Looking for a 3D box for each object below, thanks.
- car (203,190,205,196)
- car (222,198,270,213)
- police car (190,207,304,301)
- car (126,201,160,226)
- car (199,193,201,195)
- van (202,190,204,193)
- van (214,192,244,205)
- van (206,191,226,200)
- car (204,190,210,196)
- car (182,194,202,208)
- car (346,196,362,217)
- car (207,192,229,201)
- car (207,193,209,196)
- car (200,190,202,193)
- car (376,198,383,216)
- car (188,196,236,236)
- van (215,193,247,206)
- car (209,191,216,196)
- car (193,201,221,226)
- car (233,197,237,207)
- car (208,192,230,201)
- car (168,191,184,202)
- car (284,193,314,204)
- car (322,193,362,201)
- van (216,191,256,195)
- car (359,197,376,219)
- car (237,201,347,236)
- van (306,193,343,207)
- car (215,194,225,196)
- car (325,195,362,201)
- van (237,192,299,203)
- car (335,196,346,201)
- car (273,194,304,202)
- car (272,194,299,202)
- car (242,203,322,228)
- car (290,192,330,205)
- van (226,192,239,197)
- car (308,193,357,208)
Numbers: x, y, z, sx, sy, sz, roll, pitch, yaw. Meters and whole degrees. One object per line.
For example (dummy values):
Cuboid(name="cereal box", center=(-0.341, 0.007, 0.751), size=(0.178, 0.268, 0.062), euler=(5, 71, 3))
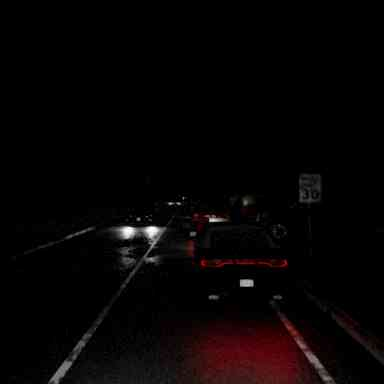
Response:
Cuboid(name="car", center=(5.627, 0.898, 66.569), size=(5.566, 2.045, 2.435), euler=(0, 1, 0))
Cuboid(name="car", center=(5.732, 1.447, 35.729), size=(4.792, 1.488, 2.163), euler=(0, 0, 0))
Cuboid(name="police car", center=(0.974, 1.415, 8.504), size=(1.930, 1.638, 5.238), euler=(0, 0, 0))
Cuboid(name="car", center=(-3.353, 1.459, 23.331), size=(1.837, 1.490, 4.892), euler=(0, 0, 0))
Cuboid(name="car", center=(-0.010, 1.239, 58.234), size=(2.128, 1.511, 4.902), euler=(0, 1, 0))
Cuboid(name="van", center=(5.504, 0.710, 88.994), size=(4.442, 1.987, 1.878), euler=(0, 1, 0))
Cuboid(name="van", center=(5.794, 1.056, 52.553), size=(4.442, 1.987, 1.878), euler=(0, 1, 0))
Cuboid(name="van", center=(5.522, 0.817, 77.781), size=(4.442, 1.987, 1.878), euler=(0, 1, 0))
Cuboid(name="car", center=(5.631, 0.924, 63.765), size=(5.566, 2.045, 2.435), euler=(0, 1, 0))
Cuboid(name="car", center=(0.008, 1.393, 45.088), size=(2.033, 1.411, 5.357), euler=(0, 0, 1))
Cuboid(name="car", center=(18.970, 1.423, 33.650), size=(5.366, 1.575, 1.946), euler=(0, 0, 0))
Cuboid(name="car", center=(5.615, 0.970, 72.176), size=(4.553, 1.767, 2.185), euler=(0, 1, 0))
Cuboid(name="car", center=(5.661, 1.242, 60.965), size=(4.674, 1.452, 2.002), euler=(0, 1, 0))
Cuboid(name="car", center=(5.798, 0.880, 94.603), size=(5.366, 1.575, 1.946), euler=(0, 1, 0))
Cuboid(name="car", center=(18.788, 1.444, 28.095), size=(4.892, 1.521, 2.231), euler=(0, 0, 0))
Cuboid(name="car", center=(0.972, 1.321, 18.376), size=(2.097, 1.767, 4.553), euler=(0, 0, 0))
Cuboid(name="van", center=(5.798, 1.083, 49.750), size=(4.442, 1.987, 1.878), euler=(0, 1, 0))
Cuboid(name="car", center=(5.657, 1.084, 46.946), size=(5.566, 2.045, 2.435), euler=(0, 1, 0))
Cuboid(name="car", center=(0.971, 1.457, 24.415), size=(1.837, 1.490, 4.892), euler=(0, 0, 0))
Cuboid(name="car", center=(5.710, 1.443, 27.317), size=(5.008, 1.535, 2.097), euler=(0, 0, 0))
Cuboid(name="car", center=(5.620, 0.997, 69.373), size=(4.553, 1.767, 2.185), euler=(0, 1, 0))
Cuboid(name="car", center=(-3.302, 0.913, 64.407), size=(2.150, 2.045, 5.566), euler=(0, 1, 1))
Cuboid(name="car", center=(18.778, 1.100, 58.635), size=(4.553, 1.767, 2.185), euler=(0, 1, 0))
Cuboid(name="car", center=(18.744, 1.127, 41.978), size=(5.566, 2.045, 2.435), euler=(0, 0, 0))
Cuboid(name="van", center=(5.807, 1.136, 44.145), size=(4.442, 1.987, 1.878), euler=(0, 0, 0))
Cuboid(name="car", center=(18.785, 1.435, 30.873), size=(5.008, 1.535, 2.097), euler=(0, 0, 0))
Cuboid(name="car", center=(5.543, 1.454, 18.907), size=(5.366, 1.575, 1.946), euler=(0, 0, 0))
Cuboid(name="van", center=(18.881, 1.105, 47.531), size=(4.442, 1.987, 1.878), euler=(0, 1, 0))
Cuboid(name="car", center=(5.700, 1.383, 41.340), size=(4.892, 1.521, 2.231), euler=(0, 0, 0))
Cuboid(name="car", center=(18.806, 1.427, 39.205), size=(4.792, 1.488, 2.163), euler=(0, 0, 0))
Cuboid(name="van", center=(5.837, 1.222, 24.513), size=(4.442, 1.987, 1.878), euler=(0, 0, 0))
Cuboid(name="car", center=(18.752, 1.446, 36.422), size=(4.792, 1.488, 2.163), euler=(0, 0, 0))
Cuboid(name="car", center=(18.554, 1.170, 64.186), size=(5.366, 1.575, 1.946), euler=(0, 1, 0))
Cuboid(name="car", center=(18.740, 1.147, 66.963), size=(4.892, 1.521, 2.231), euler=(0, 1, 0))
Cuboid(name="car", center=(5.727, 1.492, 21.710), size=(4.674, 1.452, 2.002), euler=(0, 0, 0))
Cuboid(name="car", center=(18.785, 1.027, 53.081), size=(5.566, 2.045, 2.435), euler=(0, 1, 0))
Cuboid(name="van", center=(5.595, 1.211, 30.123), size=(4.442, 1.987, 1.878), euler=(0, 0, 0))
Cuboid(name="car", center=(18.797, 1.106, 44.755), size=(5.566, 2.045, 2.435), euler=(0, 1, 0))
